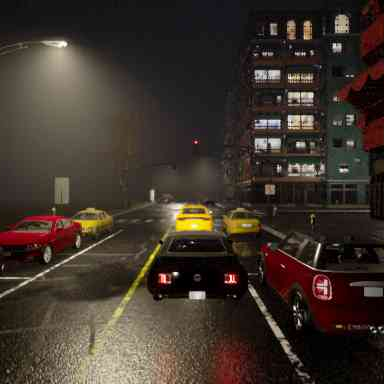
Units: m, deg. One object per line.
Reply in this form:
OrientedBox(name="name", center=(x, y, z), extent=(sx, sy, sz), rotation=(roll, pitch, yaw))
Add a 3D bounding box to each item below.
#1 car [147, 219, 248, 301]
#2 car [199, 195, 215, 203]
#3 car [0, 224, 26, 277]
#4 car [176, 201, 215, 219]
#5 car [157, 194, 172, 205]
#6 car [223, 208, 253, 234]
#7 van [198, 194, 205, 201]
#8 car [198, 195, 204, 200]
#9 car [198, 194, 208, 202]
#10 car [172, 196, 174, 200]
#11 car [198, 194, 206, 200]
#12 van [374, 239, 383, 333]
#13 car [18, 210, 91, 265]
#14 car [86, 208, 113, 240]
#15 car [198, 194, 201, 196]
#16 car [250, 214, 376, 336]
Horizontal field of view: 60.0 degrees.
OrientedBox(name="car", center=(0.101, 1.603, 8.300), extent=(1.895, 1.301, 4.718), rotation=(0, 0, 0))
OrientedBox(name="car", center=(2.579, 1.565, 50.261), extent=(2.008, 1.369, 4.403), rotation=(1, 0, 0))
OrientedBox(name="car", center=(-5.306, 1.552, 6.248), extent=(2.008, 1.369, 4.403), rotation=(1, 0, 0))
OrientedBox(name="car", center=(0.104, 1.482, 18.417), extent=(1.882, 1.535, 5.008), rotation=(0, 0, 0))
OrientedBox(name="car", center=(-5.299, 1.457, 61.107), extent=(1.967, 1.590, 4.097), rotation=(1, 0, 0))
OrientedBox(name="car", center=(2.576, 1.530, 17.917), extent=(1.752, 1.417, 4.829), rotation=(1, 0, 0))
OrientedBox(name="van", center=(2.585, 1.369, 89.889), extent=(1.690, 1.788, 3.998), rotation=(1, 0, 0))
OrientedBox(name="car", center=(2.584, 1.555, 95.720), extent=(1.752, 1.417, 4.829), rotation=(1, 0, 0))
OrientedBox(name="car", center=(2.585, 1.338, 78.567), extent=(2.192, 1.841, 5.009), rotation=(1, 0, 0))
OrientedBox(name="car", center=(-5.297, 1.334, 66.762), extent=(2.192, 1.841, 5.009), rotation=(1, 0, 0))
OrientedBox(name="car", center=(2.580, 1.599, 61.583), extent=(1.802, 1.307, 4.206), rotation=(1, 0, 0))
OrientedBox(name="van", center=(2.576, 1.341, 1.112), extent=(1.690, 1.788, 3.998), rotation=(1, 0, 0))
OrientedBox(name="car", center=(-5.305, 1.548, 11.785), extent=(1.887, 1.381, 4.507), rotation=(1, 0, 0))
OrientedBox(name="car", center=(-5.304, 1.529, 17.151), extent=(1.752, 1.417, 4.829), rotation=(1, 0, 0))
OrientedBox(name="car", center=(2.581, 1.587, 72.905), extent=(1.947, 1.339, 4.313), rotation=(1, 0, 0))
OrientedBox(name="car", center=(2.576, 1.442, 6.658), extent=(1.967, 1.590, 4.097), rotation=(1, 0, 0))
